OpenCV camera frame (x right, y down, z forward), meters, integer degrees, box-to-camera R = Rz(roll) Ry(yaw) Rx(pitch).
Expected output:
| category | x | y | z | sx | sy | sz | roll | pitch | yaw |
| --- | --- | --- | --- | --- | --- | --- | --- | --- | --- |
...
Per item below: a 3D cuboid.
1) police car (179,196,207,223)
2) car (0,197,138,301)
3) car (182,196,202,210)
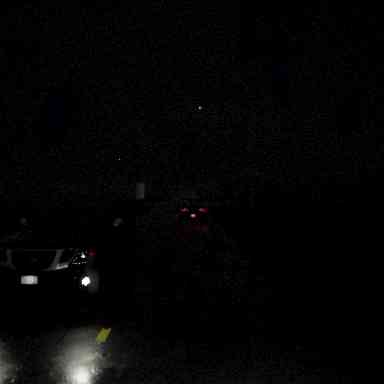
| category | x | y | z | sx | sy | sz | roll | pitch | yaw |
| --- | --- | --- | --- | --- | --- | --- | --- | --- | --- |
| police car | 0.081 | 1.348 | 24.194 | 2.038 | 1.542 | 4.974 | 0 | 1 | 0 |
| car | -2.796 | 1.170 | 8.538 | 2.150 | 2.045 | 5.566 | 0 | 0 | 1 |
| car | -0.028 | 1.241 | 39.671 | 2.163 | 1.488 | 4.792 | 0 | 0 | -1 |
